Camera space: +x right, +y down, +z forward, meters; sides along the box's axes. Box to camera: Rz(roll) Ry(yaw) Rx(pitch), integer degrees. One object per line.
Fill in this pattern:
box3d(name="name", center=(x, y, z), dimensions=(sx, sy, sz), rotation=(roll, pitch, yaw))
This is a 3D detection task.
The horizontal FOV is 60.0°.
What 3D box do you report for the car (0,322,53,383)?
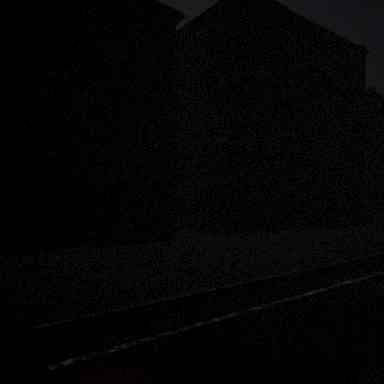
box3d(name="car", center=(-3.334, 1.545, 1.307), dimensions=(5.357, 1.411, 2.033), rotation=(0, 0, -36))
